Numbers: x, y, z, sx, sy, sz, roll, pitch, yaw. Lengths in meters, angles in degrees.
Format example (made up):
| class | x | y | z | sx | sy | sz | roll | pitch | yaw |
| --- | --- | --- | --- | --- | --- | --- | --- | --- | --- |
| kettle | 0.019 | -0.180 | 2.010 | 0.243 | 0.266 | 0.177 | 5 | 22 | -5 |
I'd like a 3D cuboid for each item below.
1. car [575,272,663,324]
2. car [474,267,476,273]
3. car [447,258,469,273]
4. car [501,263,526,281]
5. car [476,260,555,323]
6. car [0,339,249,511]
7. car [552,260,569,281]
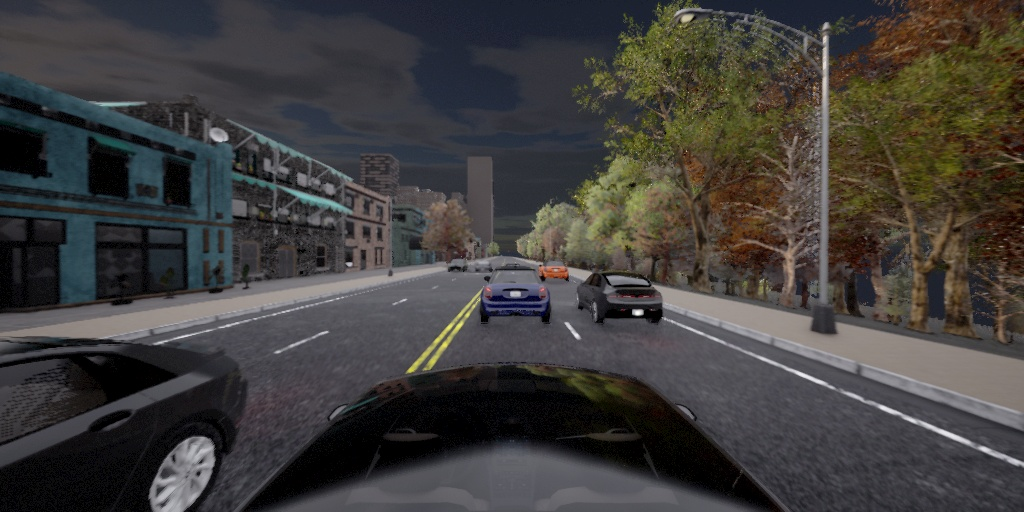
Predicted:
| class | x | y | z | sx | sy | sz | roll | pitch | yaw |
| --- | --- | --- | --- | --- | --- | --- | --- | --- | --- |
| car | 3.346 | 1.253 | 11.945 | 1.837 | 1.490 | 4.892 | 0 | 0 | 0 |
| car | -3.349 | 1.265 | 43.307 | 1.812 | 1.442 | 4.674 | 0 | 0 | 0 |
| car | -6.596 | 1.090 | 44.221 | 2.097 | 1.767 | 4.553 | 0 | 0 | 0 |
| car | 0.092 | 1.307 | 30.609 | 1.994 | 1.385 | 4.181 | 0 | 0 | 0 |
| car | 0.097 | 1.100 | 12.309 | 2.097 | 1.767 | 4.553 | 0 | 0 | 0 |
| car | -3.352 | 1.255 | 1.306 | 1.837 | 1.490 | 4.892 | 0 | 0 | 0 |
| car | 3.342 | 1.095 | 29.540 | 2.097 | 1.767 | 4.553 | 0 | 0 | 0 |
